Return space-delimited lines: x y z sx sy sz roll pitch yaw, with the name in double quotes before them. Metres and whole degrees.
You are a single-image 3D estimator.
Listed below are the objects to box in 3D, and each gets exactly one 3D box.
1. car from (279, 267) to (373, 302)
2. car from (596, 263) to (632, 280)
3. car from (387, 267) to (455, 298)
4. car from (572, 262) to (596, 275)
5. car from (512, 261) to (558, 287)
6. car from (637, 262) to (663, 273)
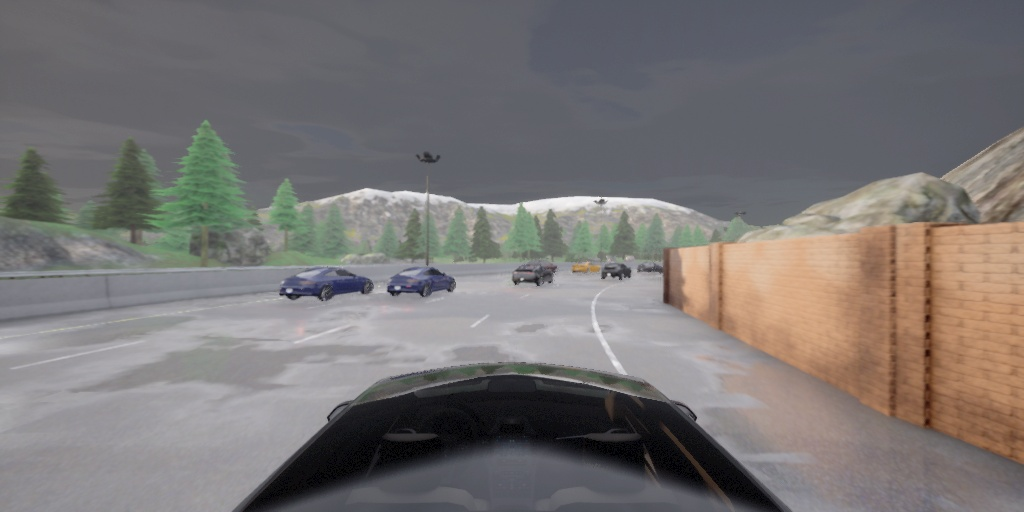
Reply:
"car" -8.560 1.253 16.902 1.812 1.442 4.674 0 0 13
"car" 9.772 1.413 33.345 1.837 1.490 4.892 0 -1 33
"car" -4.569 1.287 18.491 1.812 1.442 4.674 0 0 15
"car" 9.214 1.412 43.717 1.882 1.535 5.008 -1 -1 41
"car" 1.593 1.319 25.484 2.128 1.511 4.902 0 0 22
"car" 18.533 1.543 48.207 4.674 1.442 1.812 1 -1 -43
